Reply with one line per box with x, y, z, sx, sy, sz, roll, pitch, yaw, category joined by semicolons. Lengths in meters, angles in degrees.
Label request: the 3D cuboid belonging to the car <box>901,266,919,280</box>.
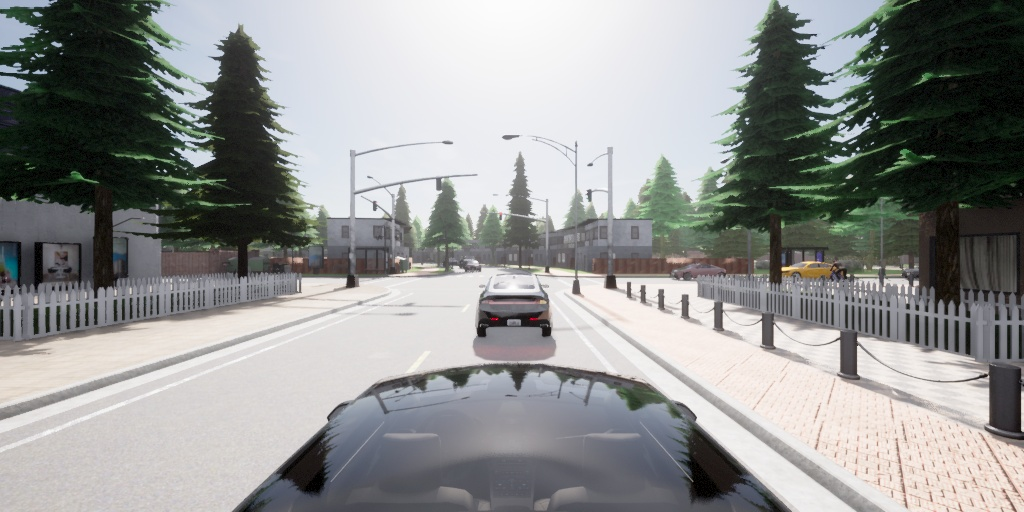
34.555;1.239;28.977;4.892;1.490;1.837;0;0;2;car

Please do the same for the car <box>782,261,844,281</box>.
24.183;1.212;29.301;5.008;1.535;1.882;0;0;2;car

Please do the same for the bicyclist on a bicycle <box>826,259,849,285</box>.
19.892;1.035;21.940;0.582;1.620;1.656;0;0;2;bicyclist on a bicycle

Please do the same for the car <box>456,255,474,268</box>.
-6.825;0.937;55.708;2.150;2.045;5.566;0;0;-16;car

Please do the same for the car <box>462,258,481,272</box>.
-4.930;1.279;45.379;1.994;1.385;4.181;0;0;-7;car

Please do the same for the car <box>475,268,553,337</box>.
0.059;1.241;10.259;2.128;1.511;4.902;0;0;0;car

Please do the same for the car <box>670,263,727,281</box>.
15.304;1.299;29.558;4.181;1.385;1.994;0;0;2;car
